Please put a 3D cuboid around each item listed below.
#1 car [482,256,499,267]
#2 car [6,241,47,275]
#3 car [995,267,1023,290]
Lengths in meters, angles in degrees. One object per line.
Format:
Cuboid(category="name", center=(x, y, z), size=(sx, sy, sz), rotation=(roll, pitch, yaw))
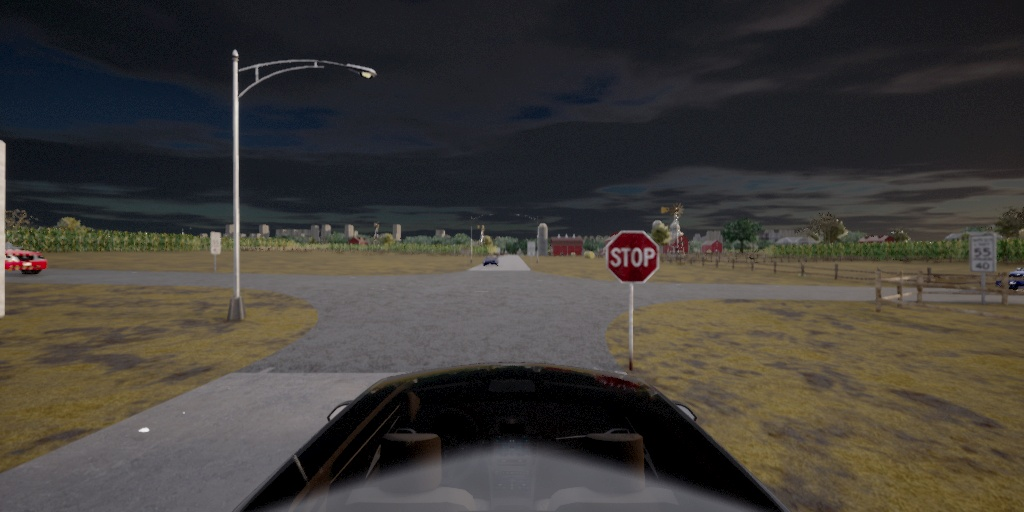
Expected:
Cuboid(category="car", center=(-2.633, 0.672, 45.033), size=(1.895, 1.301, 4.718), rotation=(0, 1, 0))
Cuboid(category="car", center=(-28.774, 0.022, 19.273), size=(5.566, 2.045, 2.150), rotation=(1, 0, 0))
Cuboid(category="car", center=(34.393, 1.347, 22.652), size=(5.566, 2.045, 2.150), rotation=(1, 0, 0))
